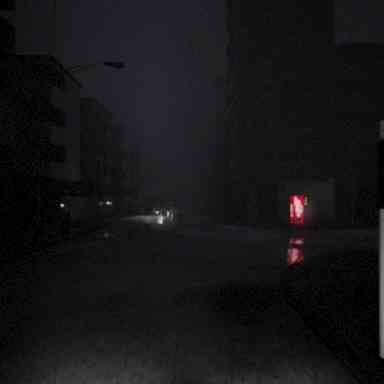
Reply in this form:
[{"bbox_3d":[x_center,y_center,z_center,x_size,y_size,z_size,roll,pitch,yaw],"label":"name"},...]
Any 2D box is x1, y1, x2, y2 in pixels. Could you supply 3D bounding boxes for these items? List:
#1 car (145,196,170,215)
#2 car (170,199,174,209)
[{"bbox_3d":[-4.123,1.506,38.941,2.150,2.045,5.566,0,0,0],"label":"car"},{"bbox_3d":[-4.113,1.836,48.958,1.882,1.535,5.008,0,0,0],"label":"car"}]
